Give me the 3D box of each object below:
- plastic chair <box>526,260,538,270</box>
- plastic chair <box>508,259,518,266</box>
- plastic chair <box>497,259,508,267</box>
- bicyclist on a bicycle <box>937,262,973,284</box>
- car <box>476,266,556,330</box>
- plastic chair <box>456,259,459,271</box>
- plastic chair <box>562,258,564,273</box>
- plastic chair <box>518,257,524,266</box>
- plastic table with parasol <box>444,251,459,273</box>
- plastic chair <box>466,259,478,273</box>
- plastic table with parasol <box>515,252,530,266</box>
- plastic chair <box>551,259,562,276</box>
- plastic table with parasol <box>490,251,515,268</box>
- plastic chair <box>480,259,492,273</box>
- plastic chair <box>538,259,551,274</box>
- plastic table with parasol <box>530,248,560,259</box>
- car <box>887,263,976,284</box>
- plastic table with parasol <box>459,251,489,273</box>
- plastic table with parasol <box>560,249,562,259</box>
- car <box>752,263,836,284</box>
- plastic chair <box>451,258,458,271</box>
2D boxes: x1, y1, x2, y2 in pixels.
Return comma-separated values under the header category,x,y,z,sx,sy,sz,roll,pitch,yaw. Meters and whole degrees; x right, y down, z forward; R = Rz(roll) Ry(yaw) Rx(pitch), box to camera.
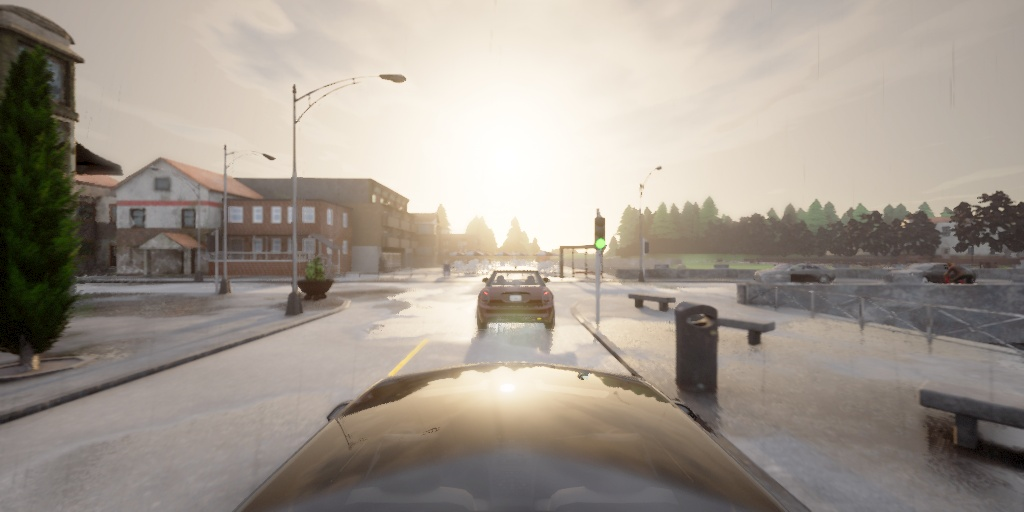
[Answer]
category,x,y,z,sx,sy,sz,roll,pitch,yaw
plastic chair,2.245,1.242,39.536,0.730,1.272,0.750,0,0,0
plastic chair,0.145,1.235,47.136,0.730,1.272,0.750,0,0,0
plastic chair,-1.255,1.236,46.036,0.750,1.272,0.730,0,0,0
bicyclist on a bicycle,19.814,1.086,16.040,0.582,1.620,1.656,0,0,0
car,0.116,1.093,11.270,2.097,1.767,4.553,0,0,0
plastic chair,-5.555,1.241,40.337,0.730,1.272,0.750,0,0,0
plastic chair,6.345,1.234,48.036,0.730,1.272,0.750,0,0,0
plastic chair,1.049,1.229,53.668,0.750,1.272,0.730,0,0,-1
plastic table with parasol,-7.125,0.631,46.847,2.482,2.480,2.482,0,0,0
plastic chair,-4.355,1.243,39.037,0.750,1.272,0.730,0,0,0
plastic table with parasol,1.166,0.623,54.846,2.482,2.480,2.482,0,0,0
plastic chair,4.845,1.243,39.336,0.730,1.272,0.750,0,0,0
plastic table with parasol,-1.205,0.631,47.236,2.482,2.480,2.482,0,0,0
plastic chair,-2.955,1.242,40.136,0.730,1.272,0.750,0,0,0
plastic chair,3.445,1.244,38.236,0.750,1.272,0.730,0,0,0
plastic table with parasol,3.585,0.639,39.506,2.482,2.480,2.482,0,0,0
car,28.430,1.234,24.434,4.892,1.490,1.837,0,0,0
plastic table with parasol,-4.235,0.637,40.257,2.482,2.480,2.482,0,0,0
plastic table with parasol,4.995,0.630,48.136,2.482,2.480,2.482,0,0,0
car,19.133,1.220,24.438,4.902,1.511,2.128,0,0,0
plastic chair,-7.051,1.236,45.669,0.750,1.272,0.730,0,0,-1
